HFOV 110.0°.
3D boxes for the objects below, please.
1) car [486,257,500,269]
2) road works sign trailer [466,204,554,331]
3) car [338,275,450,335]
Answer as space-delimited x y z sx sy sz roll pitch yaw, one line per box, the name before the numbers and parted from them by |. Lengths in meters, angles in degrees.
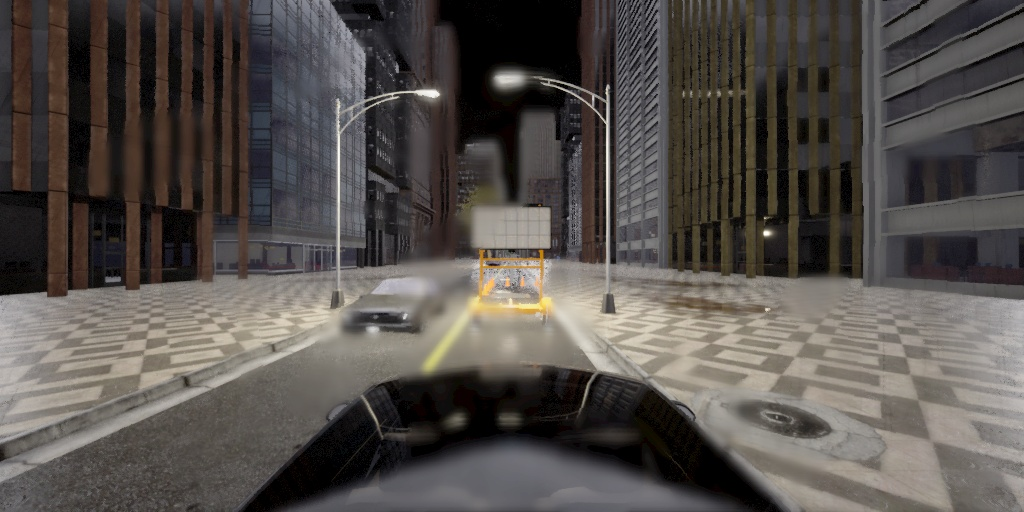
car | -3.041 1.117 57.545 2.097 1.767 4.553 0 0 0
road works sign trailer | -0.007 0.215 10.981 2.380 3.560 2.880 0 0 0
car | -3.107 1.298 10.748 2.033 1.411 5.357 0 0 0
